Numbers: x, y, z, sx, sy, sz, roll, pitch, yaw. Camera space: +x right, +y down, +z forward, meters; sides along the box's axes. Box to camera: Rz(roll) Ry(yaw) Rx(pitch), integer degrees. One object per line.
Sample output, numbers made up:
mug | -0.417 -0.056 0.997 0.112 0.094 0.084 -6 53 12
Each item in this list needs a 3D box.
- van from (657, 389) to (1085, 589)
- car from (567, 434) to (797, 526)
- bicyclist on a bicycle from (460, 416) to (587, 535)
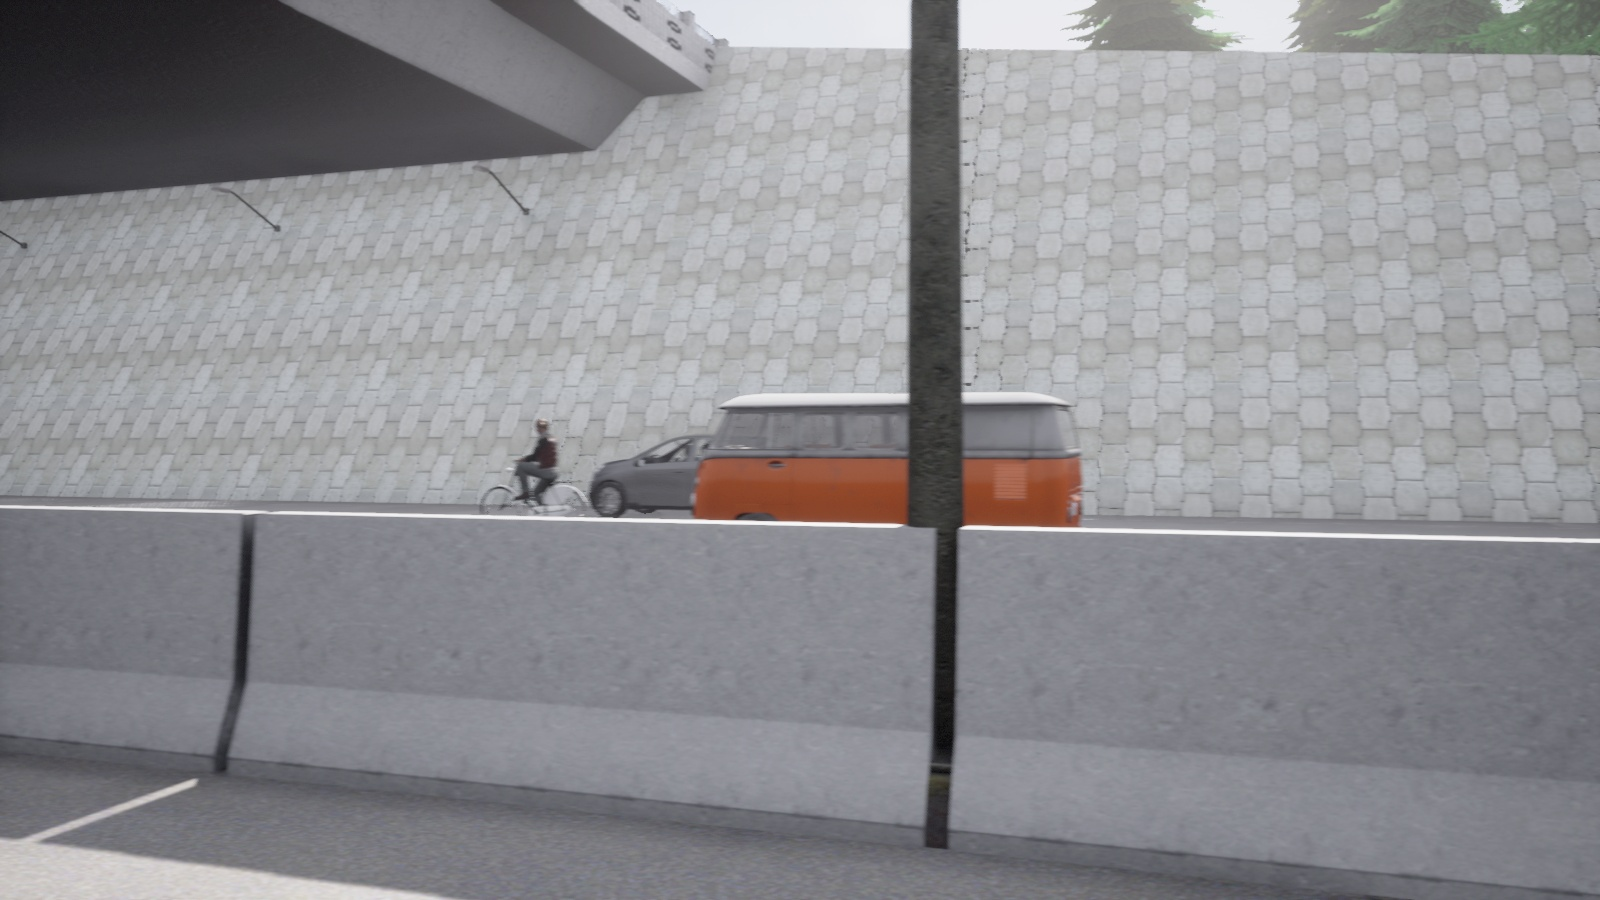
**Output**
van | 0.812 0.358 13.994 4.442 1.987 1.775 1 1 19
car | -2.075 0.476 22.354 3.633 1.501 1.845 1 1 19
bicyclist on a bicycle | -4.271 0.370 19.398 1.843 1.776 0.659 1 1 19
